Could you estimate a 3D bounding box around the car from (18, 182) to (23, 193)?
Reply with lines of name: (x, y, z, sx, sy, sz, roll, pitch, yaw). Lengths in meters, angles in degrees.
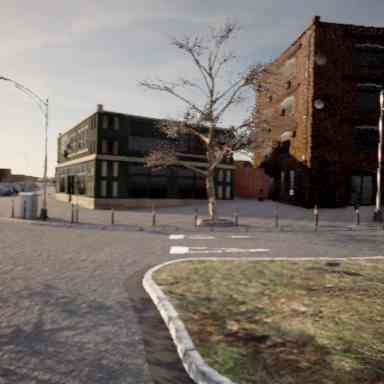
car: (-34.802, -0.515, 62.313, 4.553, 1.767, 2.185, 2, 1, -22)

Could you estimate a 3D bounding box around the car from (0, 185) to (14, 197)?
car: (-29.779, 0.035, 49.492, 4.792, 1.488, 2.163, 2, 1, -22)

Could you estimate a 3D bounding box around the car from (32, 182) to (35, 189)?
car: (-43.000, -1.347, 82.963, 5.566, 2.045, 2.435, 2, 1, -22)

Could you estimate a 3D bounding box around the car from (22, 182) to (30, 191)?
car: (-37.873, -0.909, 70.054, 5.566, 2.045, 2.435, 2, 1, -22)

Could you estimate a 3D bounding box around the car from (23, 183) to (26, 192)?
car: (-35.911, -0.484, 64.999, 5.008, 1.535, 2.097, 2, 1, -22)

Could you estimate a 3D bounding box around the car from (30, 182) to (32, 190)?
car: (-40.024, -1.093, 75.313, 5.566, 2.045, 2.435, 2, 1, -22)

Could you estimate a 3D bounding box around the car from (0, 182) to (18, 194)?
car: (-31.723, -0.262, 54.561, 4.553, 1.767, 2.185, 2, 1, -22)
